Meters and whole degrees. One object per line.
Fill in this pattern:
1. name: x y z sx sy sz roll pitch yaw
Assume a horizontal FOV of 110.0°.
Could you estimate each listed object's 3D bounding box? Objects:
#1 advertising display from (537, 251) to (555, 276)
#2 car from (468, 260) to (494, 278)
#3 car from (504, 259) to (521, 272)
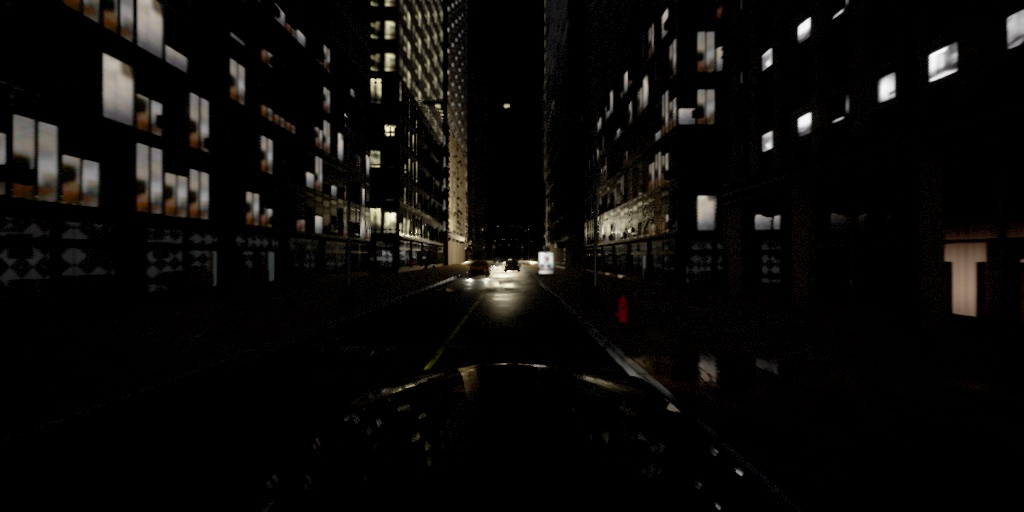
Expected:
1. advertising display: 3.131 0.768 32.916 1.540 2.440 0.280 0 0 0
2. car: -3.094 1.220 34.484 1.882 1.535 5.008 0 0 0
3. car: 0.042 1.265 46.081 1.812 1.442 4.674 0 0 0
